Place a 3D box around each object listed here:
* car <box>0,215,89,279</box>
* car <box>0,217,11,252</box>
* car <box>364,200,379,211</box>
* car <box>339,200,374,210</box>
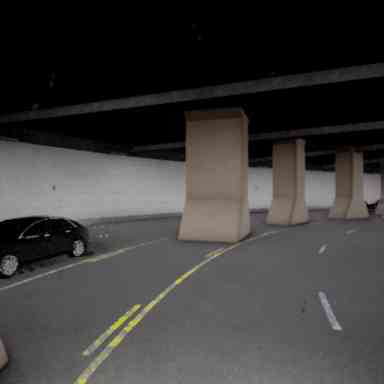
[{"bbox_3d":[-5.189,1.525,10.378,1.837,1.490,4.892,-1,0,18],"label":"car"},{"bbox_3d":[-8.687,1.621,11.062,1.895,1.301,4.718,0,0,17],"label":"car"},{"bbox_3d":[23.897,1.712,41.737,5.357,1.411,2.033,0,0,-29],"label":"car"},{"bbox_3d":[22.151,1.726,44.771,4.718,1.301,1.895,0,0,-29],"label":"car"}]
